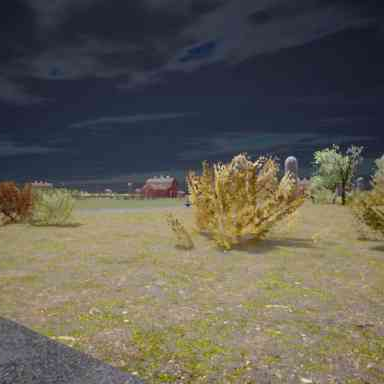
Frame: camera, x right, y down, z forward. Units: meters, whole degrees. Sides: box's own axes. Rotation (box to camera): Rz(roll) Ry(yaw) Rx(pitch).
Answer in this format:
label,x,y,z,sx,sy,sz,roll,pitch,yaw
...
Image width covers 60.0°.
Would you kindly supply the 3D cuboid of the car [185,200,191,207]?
label,x,y,z,sx,sy,sz,roll,pitch,yaw
car,0.700,2.067,62.467,1.837,1.490,4.892,-1,-1,36
